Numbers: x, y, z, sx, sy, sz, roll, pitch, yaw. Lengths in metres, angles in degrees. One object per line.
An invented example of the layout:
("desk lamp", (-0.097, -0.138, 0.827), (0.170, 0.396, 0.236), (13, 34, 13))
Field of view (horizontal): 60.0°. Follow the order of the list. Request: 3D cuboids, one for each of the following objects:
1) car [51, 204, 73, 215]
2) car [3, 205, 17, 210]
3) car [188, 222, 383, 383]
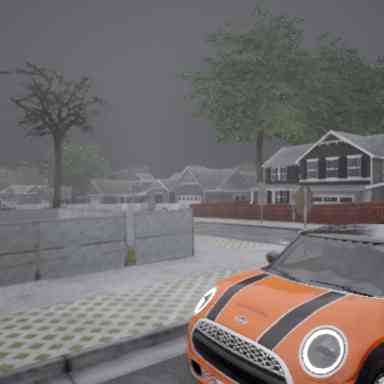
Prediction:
("car", (-18.489, 2.488, 46.958), (2.097, 1.767, 4.553), (0, -2, -38))
("car", (-41.071, 3.738, 74.662), (5.008, 1.535, 1.882), (-3, -2, 40))
("car", (2.153, 1.286, 4.483), (4.553, 1.767, 2.097), (-1, 1, -36))
